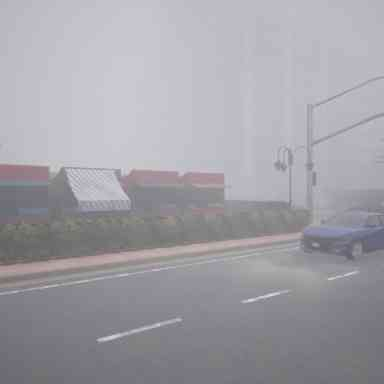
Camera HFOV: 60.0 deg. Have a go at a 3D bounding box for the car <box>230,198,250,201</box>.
[{"bbox_3d":[5.652,1.422,38.065,1.882,1.535,5.008,0,0,-36],"label":"car"}]

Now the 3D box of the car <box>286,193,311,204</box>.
[{"bbox_3d":[18.964,1.114,59.095,1.905,1.878,3.866,0,0,-36],"label":"car"}]

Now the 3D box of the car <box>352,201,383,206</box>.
[{"bbox_3d":[14.637,1.479,26.092,1.812,1.442,4.674,0,0,-41],"label":"car"}]

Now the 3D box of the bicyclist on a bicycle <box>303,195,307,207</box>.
[{"bbox_3d":[15.497,1.246,44.900,1.656,1.620,0.582,0,0,-36],"label":"bicyclist on a bicycle"}]

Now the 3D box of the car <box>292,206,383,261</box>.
[{"bbox_3d":[6.152,1.478,12.460,5.008,1.535,1.882,0,0,-35],"label":"car"}]

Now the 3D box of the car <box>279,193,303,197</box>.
[{"bbox_3d":[16.573,1.114,57.383,1.905,1.878,3.866,0,0,-36],"label":"car"}]

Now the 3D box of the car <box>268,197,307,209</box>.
[{"bbox_3d":[7.833,1.436,29.096,2.128,1.511,4.902,0,0,-36],"label":"car"}]
